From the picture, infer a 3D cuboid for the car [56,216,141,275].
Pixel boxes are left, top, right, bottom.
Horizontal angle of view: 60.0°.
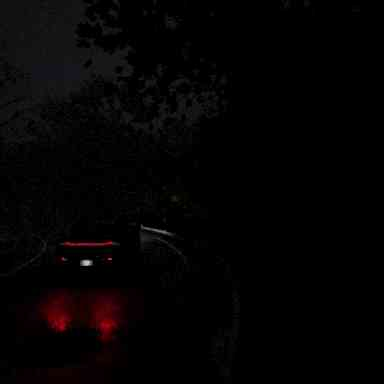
[{"bbox_3d":[-2.733,1.505,10.496,2.128,1.511,4.902,0,0,-4],"label":"car"}]
